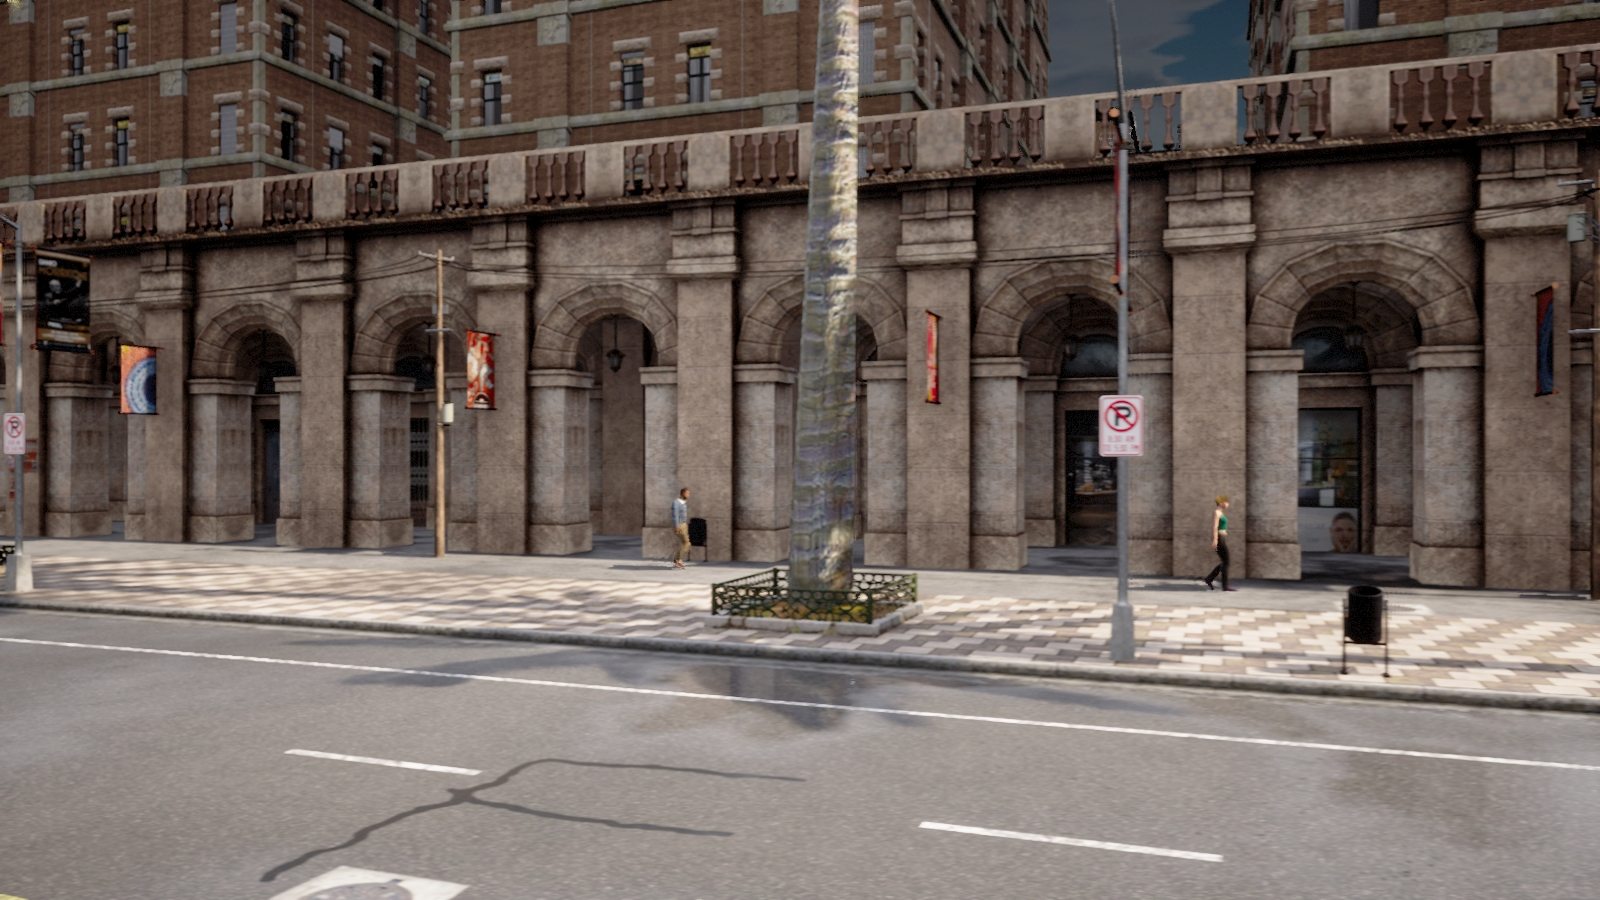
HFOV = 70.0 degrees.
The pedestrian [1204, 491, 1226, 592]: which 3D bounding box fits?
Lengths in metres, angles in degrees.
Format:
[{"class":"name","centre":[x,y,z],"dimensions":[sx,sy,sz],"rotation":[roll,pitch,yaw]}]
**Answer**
[{"class":"pedestrian","centre":[7.742,1.697,21.318],"dimensions":[0.375,1.860,0.375],"rotation":[0,0,20]}]

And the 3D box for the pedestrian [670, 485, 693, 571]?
[{"class":"pedestrian","centre":[-2.611,1.696,25.108],"dimensions":[0.375,1.860,0.375],"rotation":[0,0,20]}]
